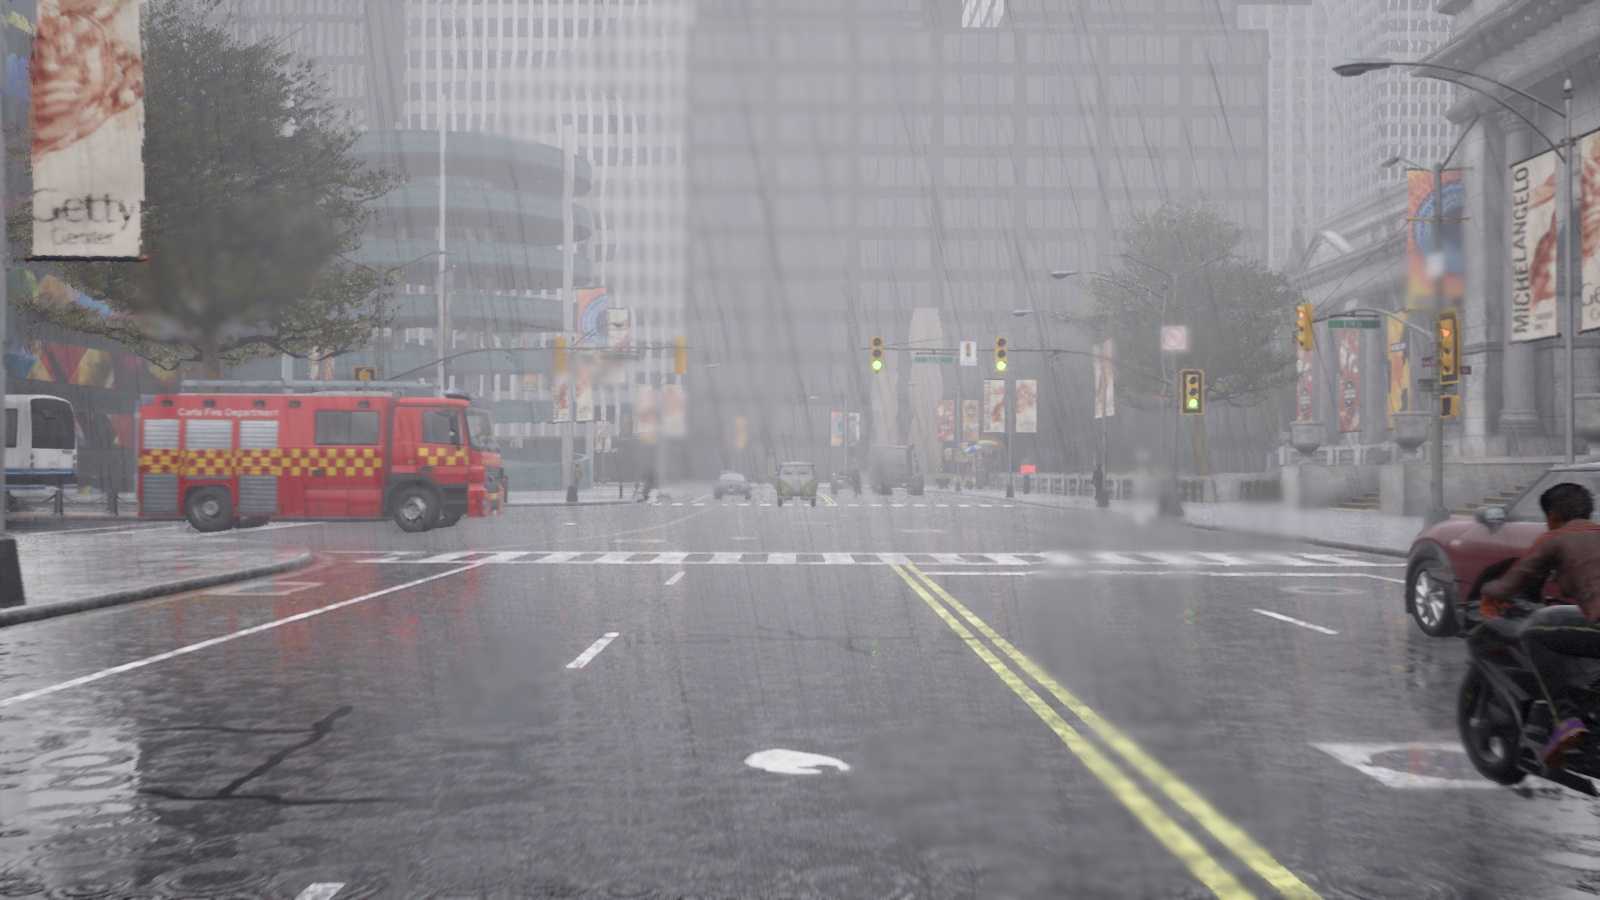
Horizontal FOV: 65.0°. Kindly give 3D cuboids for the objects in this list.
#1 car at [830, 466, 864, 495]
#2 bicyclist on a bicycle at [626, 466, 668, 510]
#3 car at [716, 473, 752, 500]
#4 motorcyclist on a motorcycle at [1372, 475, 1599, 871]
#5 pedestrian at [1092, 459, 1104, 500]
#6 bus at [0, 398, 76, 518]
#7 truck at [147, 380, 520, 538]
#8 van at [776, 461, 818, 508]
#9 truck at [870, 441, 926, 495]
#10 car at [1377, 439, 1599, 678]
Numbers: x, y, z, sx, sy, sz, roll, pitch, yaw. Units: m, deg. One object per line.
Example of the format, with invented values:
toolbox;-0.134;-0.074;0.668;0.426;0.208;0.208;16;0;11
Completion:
car;3.155;2.041;84.950;1.932;1.855;4.605;0;-1;-2
bicyclist on a bicycle;-6.353;1.585;52.235;0.659;1.776;1.843;-2;-2;36
car;-3.675;2.034;70.447;1.812;1.442;4.674;0;-1;0
motorcyclist on a motorcycle;3.485;0.879;5.730;0.797;1.523;2.044;0;-1;0
pedestrian;14.080;1.407;59.265;0.395;1.930;0.692;0;-1;0
bus;-33.030;0.347;46.388;10.273;4.253;3.944;0;-1;0
truck;-11.716;0.235;32.173;8.468;3.827;2.891;0;-1;-2
van;-0.134;1.501;55.737;1.775;1.987;4.442;0;-1;0
truck;6.622;1.240;85.645;2.891;3.462;7.936;0;-1;-2
car;6.974;0.822;10.578;2.097;1.767;4.553;0;-1;0
